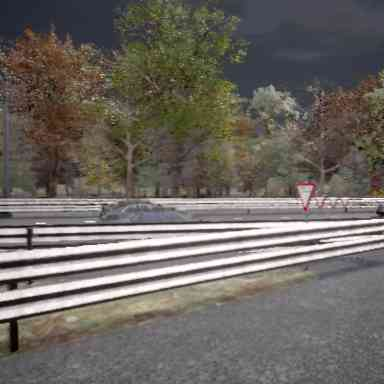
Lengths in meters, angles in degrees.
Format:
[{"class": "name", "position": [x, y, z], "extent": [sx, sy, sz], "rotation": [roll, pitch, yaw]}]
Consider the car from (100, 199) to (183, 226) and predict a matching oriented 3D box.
[{"class": "car", "position": [-3.234, 1.234, 21.057], "extent": [5.008, 1.535, 1.882], "rotation": [0, 1, -16]}]

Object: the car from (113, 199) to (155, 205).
[{"class": "car", "position": [-2.304, 1.321, 17.682], "extent": [4.892, 1.490, 1.837], "rotation": [0, 1, -16]}]

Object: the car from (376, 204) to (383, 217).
[{"class": "car", "position": [17.024, 1.377, 26.758], "extent": [4.181, 1.385, 1.994], "rotation": [0, 1, -16]}]

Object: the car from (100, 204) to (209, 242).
[{"class": "car", "position": [-1.347, 1.423, 14.319], "extent": [5.357, 1.411, 2.033], "rotation": [0, 1, -16]}]
